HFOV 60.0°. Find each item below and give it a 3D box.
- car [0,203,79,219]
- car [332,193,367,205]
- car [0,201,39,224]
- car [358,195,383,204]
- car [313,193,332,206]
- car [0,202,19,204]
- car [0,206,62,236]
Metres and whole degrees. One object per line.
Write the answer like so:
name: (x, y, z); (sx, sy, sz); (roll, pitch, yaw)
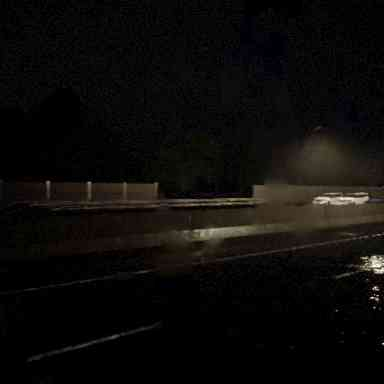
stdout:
car: (-7.848, 1.480, 15.592); (5.008, 1.535, 1.882); (0, 0, -36)
car: (22.234, 1.164, 45.846); (5.566, 2.045, 2.150); (0, 0, -36)
car: (-14.019, 1.482, 24.088); (5.008, 1.535, 1.882); (0, 0, -36)
car: (24.200, 1.492, 42.950); (5.357, 1.411, 2.033); (0, 0, -35)
car: (20.052, 1.165, 48.585); (5.566, 2.045, 2.150); (0, 0, -35)
car: (-11.647, 1.508, 21.480); (4.892, 1.490, 1.837); (0, 0, -36)
car: (-10.162, 1.551, 18.240); (5.357, 1.411, 2.033); (0, 0, -36)
